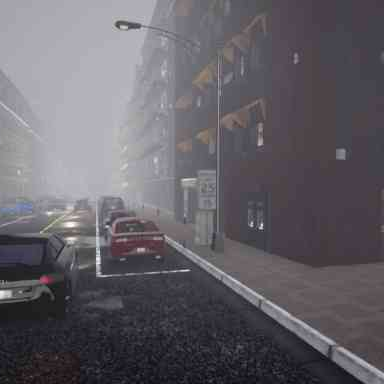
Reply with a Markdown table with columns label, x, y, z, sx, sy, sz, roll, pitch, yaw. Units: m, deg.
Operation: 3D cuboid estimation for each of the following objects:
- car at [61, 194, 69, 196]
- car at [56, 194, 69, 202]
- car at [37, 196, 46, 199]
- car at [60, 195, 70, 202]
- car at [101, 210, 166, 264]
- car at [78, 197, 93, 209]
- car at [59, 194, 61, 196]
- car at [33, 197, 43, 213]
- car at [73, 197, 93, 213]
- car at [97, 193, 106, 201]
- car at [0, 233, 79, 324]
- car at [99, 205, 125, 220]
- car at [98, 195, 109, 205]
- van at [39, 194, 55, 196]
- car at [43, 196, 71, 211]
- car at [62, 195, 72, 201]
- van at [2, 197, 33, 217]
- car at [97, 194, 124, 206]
| label | x | y | z | sx | sy | sz | roll | pitch | yaw |
| --- | --- | --- | --- | --- | --- | --- | --- | --- | --- |
| car | -27.306 | 1.537 | 69.036 | 2.008 | 1.369 | 4.403 | -1 | 0 | -16 |
| car | -28.876 | 1.302 | 74.478 | 2.192 | 1.841 | 5.009 | -1 | 0 | -16 |
| car | -19.439 | 1.567 | 41.830 | 1.802 | 1.307 | 4.206 | -1 | 0 | -16 |
| car | -30.443 | 1.429 | 79.921 | 1.967 | 1.590 | 4.097 | -1 | 0 | -16 |
| car | -2.098 | 1.542 | 11.785 | 1.887 | 1.381 | 4.507 | -1 | 0 | -16 |
| car | -14.978 | 1.467 | 46.839 | 1.882 | 1.535 | 5.008 | 0 | 0 | -16 |
| car | -22.616 | 1.300 | 52.704 | 2.192 | 1.841 | 5.009 | -1 | 0 | -16 |
| car | -17.869 | 1.567 | 36.389 | 1.802 | 1.307 | 4.206 | -1 | 0 | -16 |
| car | -12.074 | 1.515 | 36.932 | 1.812 | 1.442 | 4.674 | 0 | 0 | -16 |
| car | -23.950 | 1.311 | 87.652 | 2.192 | 1.841 | 5.009 | -1 | 0 | -16 |
| car | -3.532 | 1.561 | 7.083 | 1.994 | 1.385 | 4.181 | 0 | 0 | -16 |
| car | -3.570 | 1.562 | 16.899 | 1.947 | 1.339 | 4.313 | -1 | 0 | -16 |
| car | -16.111 | 1.432 | 60.440 | 1.967 | 1.590 | 4.097 | -1 | 0 | -16 |
| van | -21.022 | 1.326 | 47.270 | 1.690 | 1.788 | 3.998 | -1 | 0 | -16 |
| car | -16.157 | 1.535 | 40.079 | 2.033 | 1.411 | 5.357 | 0 | 0 | -16 |
| car | -32.008 | 1.556 | 85.364 | 1.947 | 1.339 | 4.313 | -1 | 0 | -16 |
| van | -16.304 | 1.327 | 30.945 | 1.690 | 1.788 | 3.998 | -1 | 0 | -16 |
| car | -6.708 | 1.308 | 27.782 | 2.192 | 1.841 | 5.009 | -1 | 0 | -16 |
